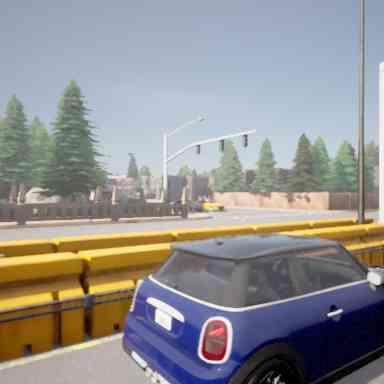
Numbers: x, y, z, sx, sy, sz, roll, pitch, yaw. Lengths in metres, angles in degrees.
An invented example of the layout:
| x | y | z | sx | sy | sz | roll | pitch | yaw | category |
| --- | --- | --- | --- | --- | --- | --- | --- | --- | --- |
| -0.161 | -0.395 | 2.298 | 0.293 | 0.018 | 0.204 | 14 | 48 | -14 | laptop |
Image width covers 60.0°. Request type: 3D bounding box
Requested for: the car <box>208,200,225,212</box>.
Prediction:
| x | y | z | sx | sy | sz | roll | pitch | yaw | category |
| --- | --- | --- | --- | --- | --- | --- | --- | --- | --- |
| 2.256 | 1.739 | 43.491 | 1.882 | 1.535 | 5.008 | 1 | 0 | -36 | car |

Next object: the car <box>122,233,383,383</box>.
| x | y | z | sx | sy | sz | roll | pitch | yaw | category |
| --- | --- | --- | --- | --- | --- | --- | --- | --- | --- |
| 1.428 | 1.389 | 4.753 | 4.553 | 1.767 | 2.097 | 1 | 0 | -35 | car |

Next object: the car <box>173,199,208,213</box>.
| x | y | z | sx | sy | sz | roll | pitch | yaw | category |
| --- | --- | --- | --- | --- | --- | --- | --- | --- | --- |
| -0.525 | 1.732 | 41.363 | 1.837 | 1.490 | 4.892 | 1 | 0 | -36 | car |
